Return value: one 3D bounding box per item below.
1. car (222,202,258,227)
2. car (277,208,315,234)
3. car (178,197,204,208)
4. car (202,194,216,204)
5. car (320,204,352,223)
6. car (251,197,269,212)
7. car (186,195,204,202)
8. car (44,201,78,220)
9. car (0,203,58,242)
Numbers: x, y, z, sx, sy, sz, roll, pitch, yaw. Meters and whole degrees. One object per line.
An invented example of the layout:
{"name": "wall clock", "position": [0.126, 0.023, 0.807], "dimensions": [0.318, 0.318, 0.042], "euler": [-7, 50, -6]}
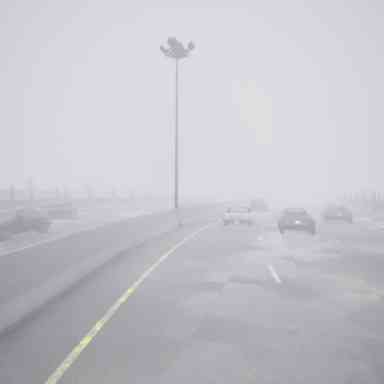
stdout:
{"name": "car", "position": [3.425, 1.651, 23.549], "dimensions": [1.895, 1.301, 4.718], "euler": [0, 0, 14]}
{"name": "car", "position": [6.171, 1.620, 19.975], "dimensions": [1.994, 1.385, 4.181], "euler": [0, 0, 13]}
{"name": "car", "position": [-0.437, 1.615, 36.494], "dimensions": [1.994, 1.385, 4.181], "euler": [0, 0, 16]}
{"name": "car", "position": [2.870, 1.418, 60.323], "dimensions": [2.150, 2.045, 5.566], "euler": [0, 0, 16]}
{"name": "car", "position": [11.618, 1.655, 26.959], "dimensions": [1.994, 1.385, 4.181], "euler": [0, 0, 16]}
{"name": "car", "position": [8.215, 1.447, 40.579], "dimensions": [2.097, 1.767, 4.553], "euler": [0, 0, 16]}
{"name": "car", "position": [0.626, 1.253, 65.169], "dimensions": [2.033, 1.411, 5.357], "euler": [0, 0, 16]}
{"name": "car", "position": [-10.723, 1.494, 25.547], "dimensions": [1.837, 1.490, 4.892], "euler": [0, 0, 14]}
{"name": "car", "position": [-8.972, 1.510, 16.608], "dimensions": [1.812, 1.442, 4.674], "euler": [0, 0, 9]}
